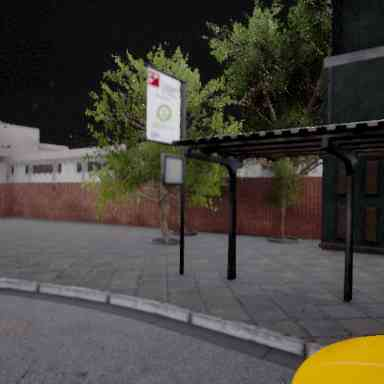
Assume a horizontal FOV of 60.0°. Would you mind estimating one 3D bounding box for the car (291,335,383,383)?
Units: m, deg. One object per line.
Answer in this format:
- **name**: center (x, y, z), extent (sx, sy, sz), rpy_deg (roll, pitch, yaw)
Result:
- **car**: center (2.887, 1.484, 1.281), extent (5.008, 1.535, 1.882), rpy_deg (0, 0, 35)
